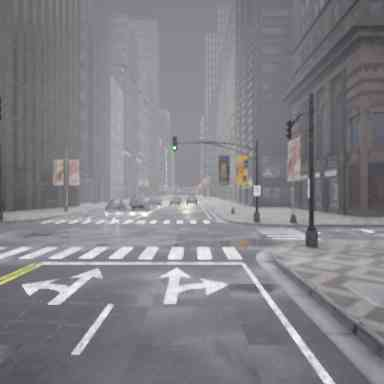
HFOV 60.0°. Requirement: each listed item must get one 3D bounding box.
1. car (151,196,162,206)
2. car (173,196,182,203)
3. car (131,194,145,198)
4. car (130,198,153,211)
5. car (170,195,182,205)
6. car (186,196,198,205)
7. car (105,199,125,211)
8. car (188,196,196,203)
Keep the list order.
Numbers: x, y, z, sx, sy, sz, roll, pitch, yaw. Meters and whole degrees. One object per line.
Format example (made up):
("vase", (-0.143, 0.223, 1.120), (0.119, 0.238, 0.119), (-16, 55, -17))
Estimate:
("car", (-6.541, 1.533, 59.078), (2.097, 1.767, 4.553), (0, 0, 1))
("car", (-3.255, 1.555, 74.084), (1.837, 1.490, 4.892), (0, 0, 0))
("car", (-9.779, 1.406, 60.489), (2.150, 2.045, 5.566), (0, 0, 0))
("car", (-6.591, 1.735, 42.589), (1.895, 1.301, 4.718), (0, 0, 0))
("car", (-3.254, 1.759, 64.078), (1.994, 1.385, 4.181), (0, 0, 0))
("car", (-0.005, 1.547, 64.049), (2.097, 1.767, 4.553), (0, 0, 0))
("car", (-9.837, 1.661, 43.059), (1.812, 1.442, 4.674), (0, 0, 0))
("car", (-0.006, 1.555, 74.084), (1.837, 1.490, 4.892), (0, 0, 0))
